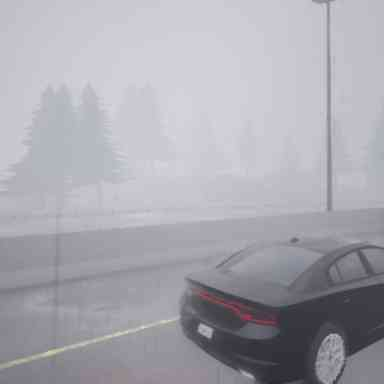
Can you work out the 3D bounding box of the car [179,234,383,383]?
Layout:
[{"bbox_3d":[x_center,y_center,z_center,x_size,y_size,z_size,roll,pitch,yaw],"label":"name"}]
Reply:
[{"bbox_3d":[2.163,1.415,5.290,5.008,1.535,1.882,-1,1,-35],"label":"car"}]
